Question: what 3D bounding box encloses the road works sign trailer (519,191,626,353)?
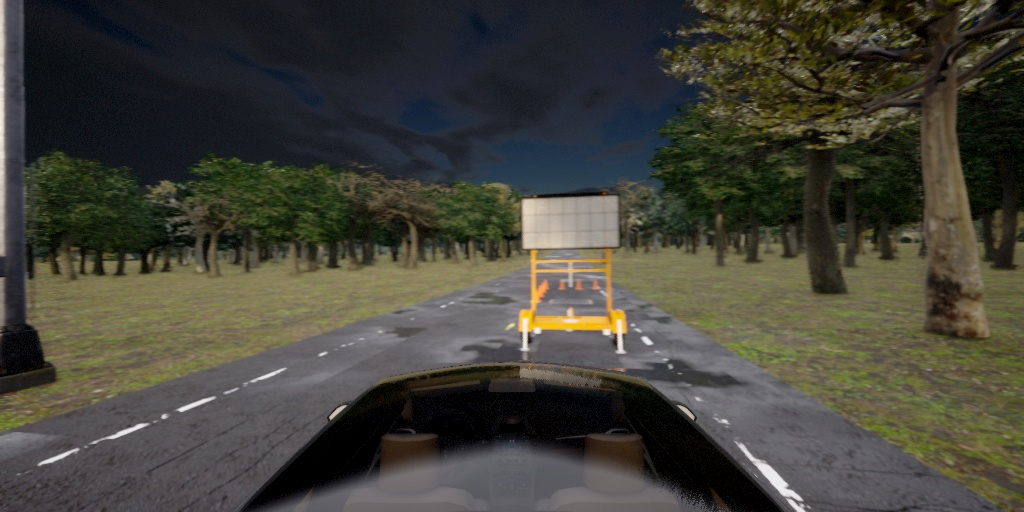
[{"bbox_3d":[1.489,0.242,8.972,2.380,3.560,2.880,0,0,9],"label":"road works sign trailer"}]
